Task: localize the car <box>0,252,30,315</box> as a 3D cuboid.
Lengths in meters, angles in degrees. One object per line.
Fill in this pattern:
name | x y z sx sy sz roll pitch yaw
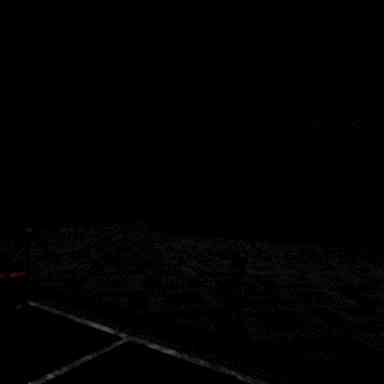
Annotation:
car | -4.983 1.575 6.493 4.507 1.381 1.887 0 0 35
